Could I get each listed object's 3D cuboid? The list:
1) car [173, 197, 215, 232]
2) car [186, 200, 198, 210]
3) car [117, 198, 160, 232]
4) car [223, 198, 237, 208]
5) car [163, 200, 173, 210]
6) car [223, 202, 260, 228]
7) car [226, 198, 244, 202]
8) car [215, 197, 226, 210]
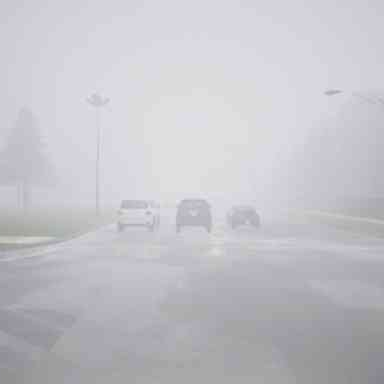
[{"bbox_3d":[0.115,1.436,21.862,2.150,2.045,5.566,0,-1,0],"label":"car"},{"bbox_3d":[0.035,2.010,51.561,1.837,1.490,4.892,0,-1,0],"label":"car"},{"bbox_3d":[-3.386,1.436,21.885,2.150,2.045,5.566,0,-1,0],"label":"car"},{"bbox_3d":[7.042,1.959,61.943,2.097,1.767,4.553,0,-1,0],"label":"car"},{"bbox_3d":[-3.465,2.034,51.979,1.812,1.442,4.674,0,-1,0],"label":"car"},{"bbox_3d":[3.616,1.741,24.012,1.837,1.490,4.892,0,-1,0],"label":"car"},{"bbox_3d":[7.035,1.861,51.943,2.097,1.767,4.553,0,-1,0],"label":"car"},{"bbox_3d":[3.535,1.728,51.632,2.150,2.045,5.566,0,0,0],"label":"car"}]
